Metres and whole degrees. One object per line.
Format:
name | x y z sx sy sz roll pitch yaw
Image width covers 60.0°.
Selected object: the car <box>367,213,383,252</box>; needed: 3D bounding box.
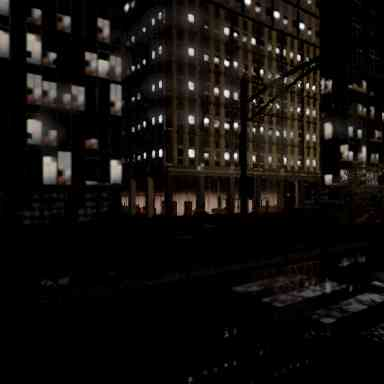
car | 8.798 1.334 12.805 5.009 1.841 2.192 0 0 -35
